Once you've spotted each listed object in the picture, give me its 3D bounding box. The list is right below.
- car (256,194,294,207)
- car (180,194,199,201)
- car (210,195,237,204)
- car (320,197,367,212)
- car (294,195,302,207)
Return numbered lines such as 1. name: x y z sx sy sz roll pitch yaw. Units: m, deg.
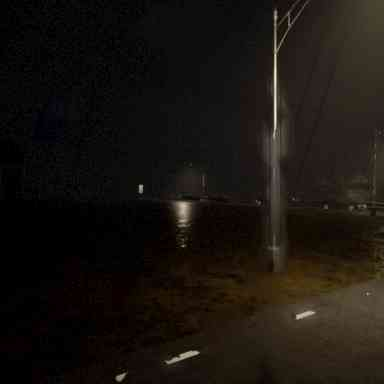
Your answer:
1. car: 10.653 1.177 44.268 1.837 1.490 4.892 2 0 -35
2. car: -0.521 1.044 66.444 1.882 1.535 5.008 2 -1 -35
3. car: 4.891 1.174 52.417 1.895 1.301 4.718 2 -1 -35
4. car: 16.400 1.292 36.148 1.837 1.490 4.892 2 0 -35
5. car: 13.210 1.119 47.068 2.097 1.767 4.553 2 0 -35
